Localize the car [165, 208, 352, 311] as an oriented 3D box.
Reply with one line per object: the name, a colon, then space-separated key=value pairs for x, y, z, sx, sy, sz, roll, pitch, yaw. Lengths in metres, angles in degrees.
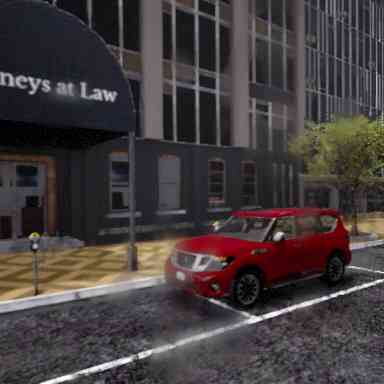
car: x=1.828 y=1.345 z=8.009 sx=5.009 sy=1.841 sz=2.192 roll=0 pitch=-1 yaw=-36
